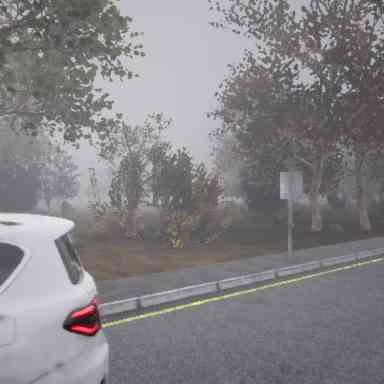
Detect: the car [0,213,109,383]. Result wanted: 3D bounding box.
[{"bbox_3d":[-3.343,1.221,2.060,5.566,2.045,2.150,0,0,-35],"label":"car"}]
